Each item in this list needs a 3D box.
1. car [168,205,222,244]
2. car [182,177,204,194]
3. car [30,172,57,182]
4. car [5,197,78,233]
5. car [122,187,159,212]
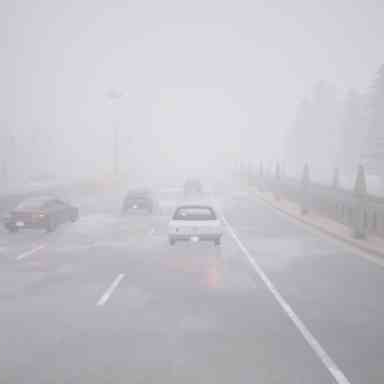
[{"bbox_3d":[0.099,1.172,13.436,1.895,1.301,4.718,0,3,0],"label":"car"},{"bbox_3d":[0.117,-0.727,32.983,1.837,1.490,4.892,0,7,0],"label":"car"},{"bbox_3d":[-20.915,-2.128,46.971,1.895,1.301,4.718,0,6,0],"label":"car"},{"bbox_3d":[-6.902,0.959,15.638,1.812,1.442,4.674,0,4,0],"label":"car"},{"bbox_3d":[-3.402,0.415,22.258,1.837,1.490,4.892,0,5,0],"label":"car"}]
